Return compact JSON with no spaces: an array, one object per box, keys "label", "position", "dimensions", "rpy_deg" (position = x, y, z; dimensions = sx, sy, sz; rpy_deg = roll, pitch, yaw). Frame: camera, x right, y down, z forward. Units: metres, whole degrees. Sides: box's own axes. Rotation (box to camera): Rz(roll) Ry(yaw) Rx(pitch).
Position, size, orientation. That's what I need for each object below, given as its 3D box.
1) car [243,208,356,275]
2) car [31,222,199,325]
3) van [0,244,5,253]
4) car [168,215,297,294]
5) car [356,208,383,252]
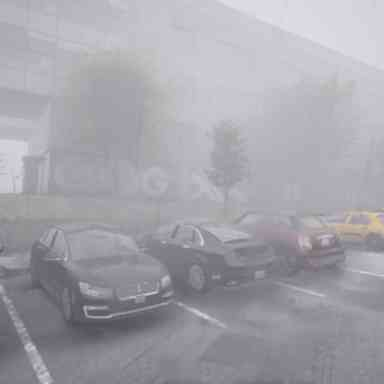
[{"label":"car","position":[2.322,1.341,10.582],"dimensions":[2.185,1.767,4.553],"rpy_deg":[0,0,-35]},{"label":"car","position":[-2.248,1.477,7.370],"dimensions":[2.231,1.521,4.892],"rpy_deg":[0,0,-35]},{"label":"van","position":[-4.451,1.255,5.648],"dimensions":[1.878,1.987,4.442],"rpy_deg":[0,0,-35]},{"label":"car","position":[0.034,1.472,8.983],"dimensions":[2.231,1.521,4.892],"rpy_deg":[0,0,-35]},{"label":"car","position":[6.747,1.454,14.004],"dimensions":[1.946,1.575,5.366],"rpy_deg":[0,0,-35]}]
